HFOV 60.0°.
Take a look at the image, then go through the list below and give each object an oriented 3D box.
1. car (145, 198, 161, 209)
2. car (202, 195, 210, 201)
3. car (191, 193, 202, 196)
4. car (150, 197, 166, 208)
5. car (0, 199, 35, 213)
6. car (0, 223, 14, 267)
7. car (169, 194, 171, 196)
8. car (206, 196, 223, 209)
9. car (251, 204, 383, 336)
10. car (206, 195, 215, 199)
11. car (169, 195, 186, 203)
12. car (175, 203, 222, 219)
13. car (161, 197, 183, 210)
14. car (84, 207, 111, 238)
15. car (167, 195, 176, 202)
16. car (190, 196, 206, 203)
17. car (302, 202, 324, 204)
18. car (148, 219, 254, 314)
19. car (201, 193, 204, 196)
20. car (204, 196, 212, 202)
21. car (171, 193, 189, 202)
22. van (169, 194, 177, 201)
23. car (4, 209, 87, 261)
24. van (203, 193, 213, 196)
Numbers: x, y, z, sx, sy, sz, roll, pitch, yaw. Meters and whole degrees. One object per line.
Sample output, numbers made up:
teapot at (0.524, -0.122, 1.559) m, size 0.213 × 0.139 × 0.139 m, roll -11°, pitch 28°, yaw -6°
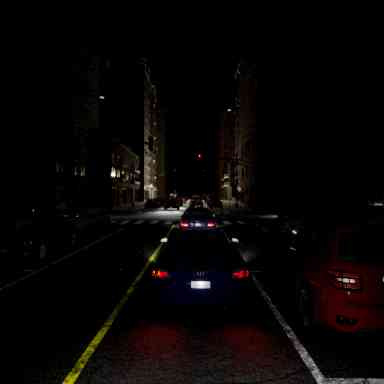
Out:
car at (-5.270, 1.555, 44.995) m, size 1.887 × 1.381 × 4.507 m, roll 1°, pitch 0°, yaw 1°
car at (3.849, 1.599, 90.257) m, size 1.947 × 1.339 × 4.313 m, roll 1°, pitch 0°, yaw 1°
car at (1.103, 1.508, 84.820) m, size 1.882 × 1.535 × 5.008 m, roll 0°, pitch 0°, yaw 1°
car at (-5.196, 1.557, 50.668) m, size 1.887 × 1.381 × 4.507 m, roll 1°, pitch 0°, yaw 1°
car at (-16.412, 1.341, 29.303) m, size 4.902 × 1.511 × 2.128 m, roll 1°, pitch -1°, yaw 1°
car at (-5.773, 1.526, 6.560) m, size 1.752 × 1.417 × 4.829 m, roll 1°, pitch 0°, yaw 1°
car at (-4.973, 1.601, 67.685) m, size 1.802 × 1.307 × 4.206 m, roll 1°, pitch 0°, yaw 1°
car at (3.255, 1.593, 44.874) m, size 1.802 × 1.307 × 4.206 m, roll 1°, pitch 0°, yaw 1°
car at (2.756, 1.316, 6.609) m, size 2.192 × 1.841 × 5.009 m, roll 1°, pitch 0°, yaw 1°
car at (3.329, 1.594, 50.547) m, size 1.802 × 1.307 × 4.206 m, roll 1°, pitch 0°, yaw 1°
car at (-2.411, 1.614, 52.631) m, size 1.895 × 1.301 × 4.718 m, roll 0°, pitch 0°, yaw 1°
car at (0.276, 1.551, 17.799) m, size 2.033 × 1.411 × 5.357 m, roll 0°, pitch 0°, yaw 0°
car at (-2.541, 1.611, 43.200) m, size 1.895 × 1.301 × 4.718 m, roll 0°, pitch 0°, yaw 1°
car at (-5.626, 1.529, 17.808) m, size 1.752 × 1.417 × 4.829 m, roll 1°, pitch 0°, yaw 1°
car at (-4.823, 1.466, 79.030) m, size 1.967 × 1.590 × 4.097 m, roll 1°, pitch 0°, yaw 1°
car at (0.666, 1.613, 48.575) m, size 1.895 × 1.301 × 4.718 m, roll 0°, pitch 0°, yaw 2°
car at (11.432, 1.677, 32.078) m, size 5.357 × 1.411 × 2.033 m, roll 0°, pitch -1°, yaw 3°
car at (0.178, 1.566, 7.736) m, size 1.994 × 1.385 × 4.181 m, roll 0°, pitch 0°, yaw 1°
car at (3.554, 1.335, 67.566) m, size 2.192 × 1.841 × 5.009 m, roll 1°, pitch 0°, yaw 1°
car at (3.700, 1.608, 78.912) m, size 1.802 × 1.307 × 4.206 m, roll 1°, pitch 0°, yaw 1°
car at (-2.256, 1.369, 62.272) m, size 2.097 × 1.767 × 4.553 m, roll 0°, pitch 0°, yaw 1°
van at (-4.748, 1.371, 84.702) m, size 1.690 × 1.788 × 3.998 m, roll 1°, pitch 0°, yaw 1°
car at (-5.698, 1.547, 12.354) m, size 1.887 × 1.381 × 4.507 m, roll 1°, pitch 0°, yaw 1°
van at (3.480, 1.358, 61.894) m, size 1.690 × 1.788 × 3.998 m, roll 1°, pitch 0°, yaw 1°
